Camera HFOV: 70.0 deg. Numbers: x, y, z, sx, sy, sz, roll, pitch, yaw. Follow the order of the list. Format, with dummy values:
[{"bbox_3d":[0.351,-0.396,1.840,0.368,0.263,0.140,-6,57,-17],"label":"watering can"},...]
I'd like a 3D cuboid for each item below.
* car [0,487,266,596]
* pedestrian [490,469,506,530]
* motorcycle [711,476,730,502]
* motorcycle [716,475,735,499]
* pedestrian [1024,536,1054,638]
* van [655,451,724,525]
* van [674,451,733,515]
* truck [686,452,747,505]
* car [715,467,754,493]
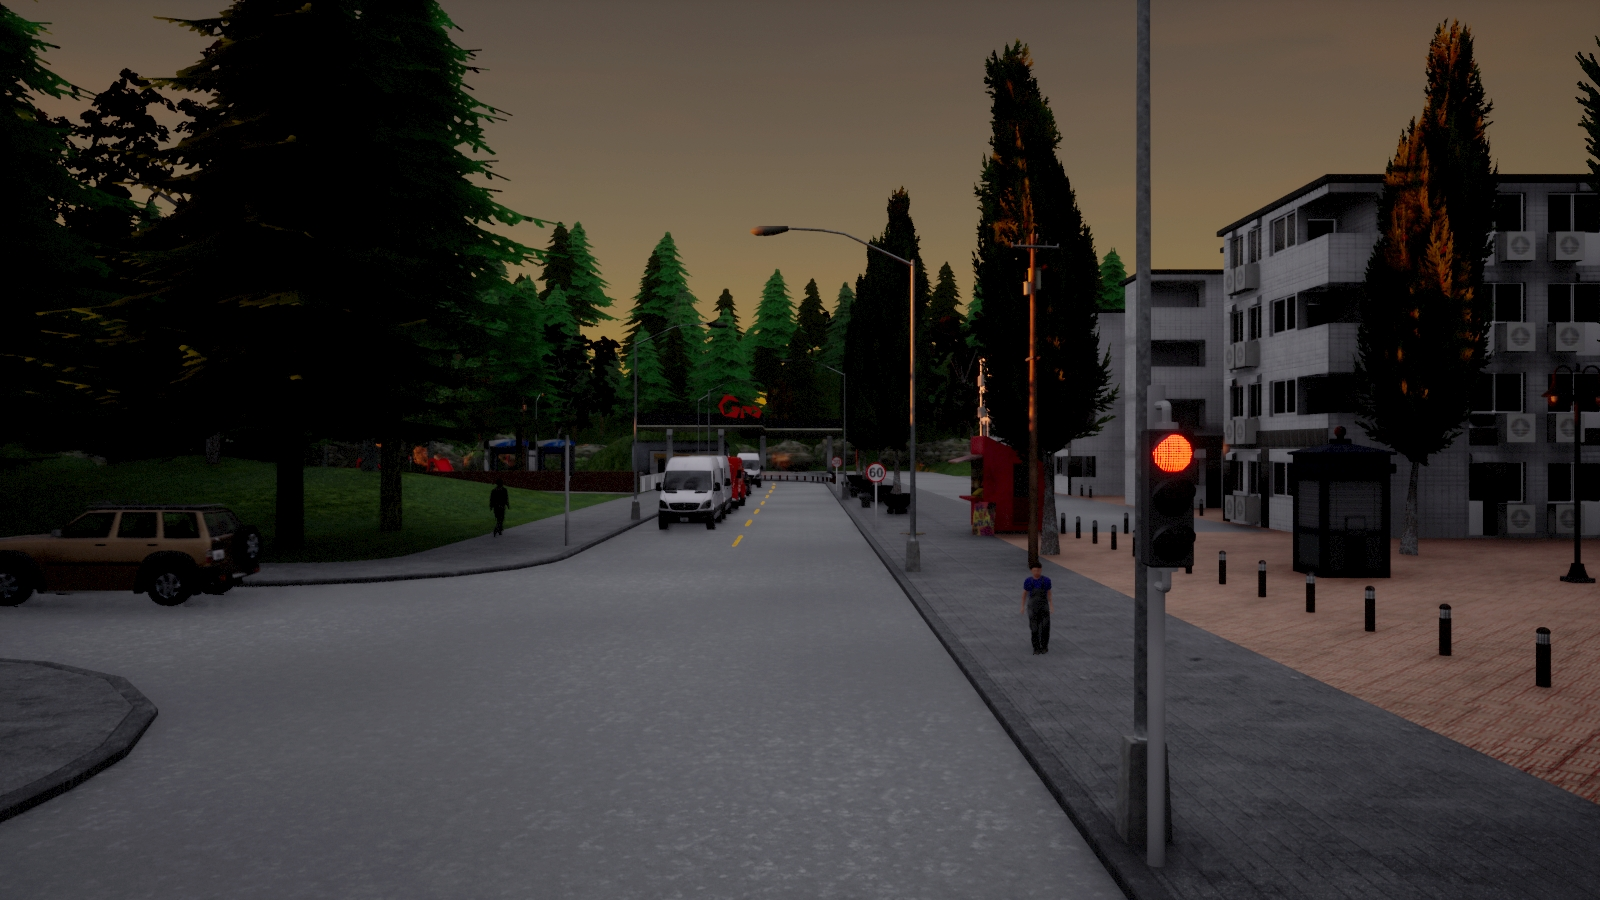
[{"bbox_3d":[-12.642,1.640,21.135,4.605,1.855,1.932,0,0,-1],"label":"car"},{"bbox_3d":[-9.297,1.520,35.197,0.375,1.860,0.375,0,0,0],"label":"pedestrian"},{"bbox_3d":[-3.975,1.953,57.177,0.856,1.236,1.805,0,0,0],"label":"motorcycle"},{"bbox_3d":[-3.988,1.975,61.268,0.867,1.251,2.209,0,0,0],"label":"motorcycle"},{"bbox_3d":[3.153,1.802,15.094,0.375,1.300,0.375,0,0,10],"label":"pedestrian"},{"bbox_3d":[-4.013,1.307,42.390,1.988,2.561,5.915,0,0,0],"label":"van"},{"bbox_3d":[-4.007,1.306,48.327,1.988,2.561,5.915,0,0,0],"label":"van"},{"bbox_3d":[-3.995,1.339,55.631,2.627,2.467,5.204,0,0,0],"label":"truck"},{"bbox_3d":[-3.975,1.816,70.543,2.128,1.511,4.902,0,0,0],"label":"car"}]
